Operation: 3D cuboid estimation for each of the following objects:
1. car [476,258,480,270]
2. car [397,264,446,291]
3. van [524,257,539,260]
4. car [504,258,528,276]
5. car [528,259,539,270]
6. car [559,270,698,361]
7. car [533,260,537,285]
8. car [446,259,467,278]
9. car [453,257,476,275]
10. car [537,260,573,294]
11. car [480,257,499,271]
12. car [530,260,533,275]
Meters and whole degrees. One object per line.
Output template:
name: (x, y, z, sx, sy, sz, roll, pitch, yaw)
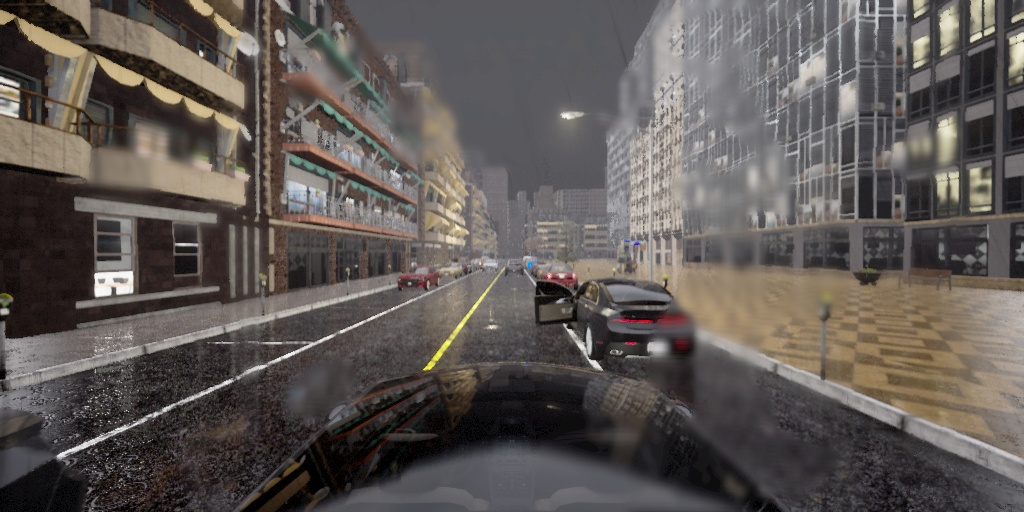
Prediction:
car: (-5.480, 1.263, 43.992, 2.007, 1.370, 4.403, 0, 0, 0)
car: (-5.592, 1.273, 21.886, 1.888, 1.381, 4.507, 0, 0, 0)
van: (2.928, 1.051, 49.475, 1.690, 1.789, 3.998, 0, 0, 0)
car: (0.250, 1.209, 37.083, 2.128, 1.511, 4.902, 0, 0, 1)
car: (2.871, 1.298, 38.422, 1.802, 1.307, 4.207, 0, 0, 0)
car: (2.385, 1.246, 8.262, 1.837, 1.490, 4.892, 0, 0, 0)
car: (2.817, 1.249, 27.540, 1.751, 1.417, 4.829, 0, 0, 0)
car: (-5.538, 1.245, 32.770, 1.751, 1.417, 4.829, 0, 0, 0)
car: (-5.509, 1.030, 38.465, 2.192, 1.841, 5.009, 0, 0, 0)
car: (2.788, 1.167, 21.843, 1.967, 1.591, 4.097, 0, 0, 0)
car: (-2.777, 1.240, 46.879, 1.812, 1.442, 4.674, 0, 0, 0)
car: (2.844, 1.301, 32.897, 1.802, 1.307, 4.207, 0, 0, 0)
